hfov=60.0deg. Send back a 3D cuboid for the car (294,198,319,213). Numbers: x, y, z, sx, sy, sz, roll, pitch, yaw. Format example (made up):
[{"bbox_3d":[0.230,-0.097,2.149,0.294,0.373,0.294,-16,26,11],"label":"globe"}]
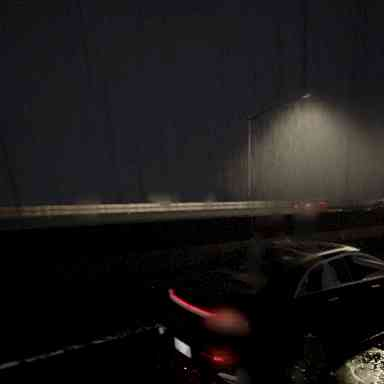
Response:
[{"bbox_3d":[12.566,1.394,34.094,4.553,1.767,2.097,0,0,-34],"label":"car"}]

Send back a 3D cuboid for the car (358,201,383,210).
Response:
[{"bbox_3d":[16.545,1.550,28.338,4.892,1.490,1.837,0,0,-34],"label":"car"}]

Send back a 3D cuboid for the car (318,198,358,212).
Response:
[{"bbox_3d":[14.381,1.521,31.099,5.008,1.535,1.882,0,0,-34],"label":"car"}]

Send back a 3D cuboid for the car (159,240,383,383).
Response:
[{"bbox_3d":[1.870,1.495,5.060,4.902,1.511,2.128,0,0,-35],"label":"car"}]
